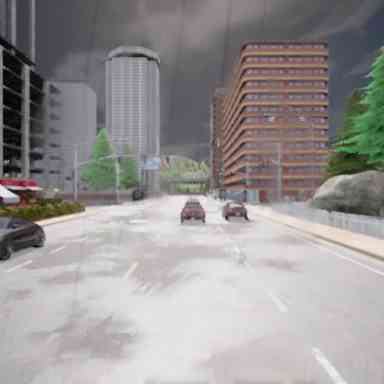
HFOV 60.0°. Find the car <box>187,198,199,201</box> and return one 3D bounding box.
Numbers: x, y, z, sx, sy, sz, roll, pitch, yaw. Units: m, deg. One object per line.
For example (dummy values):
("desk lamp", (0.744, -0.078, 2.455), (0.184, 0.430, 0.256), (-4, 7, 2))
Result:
("car", (0.097, 1.533, 39.872), (1.837, 1.490, 4.892), (0, 1, 0))

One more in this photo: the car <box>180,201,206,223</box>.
("car", (0.081, 1.624, 25.893), (1.895, 1.301, 4.718), (0, 0, 0))

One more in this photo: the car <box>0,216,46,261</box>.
("car", (-7.066, 1.575, 12.125), (1.994, 1.385, 4.181), (0, 0, 0))

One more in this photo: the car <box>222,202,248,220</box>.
("car", (3.587, 1.551, 28.210), (1.812, 1.442, 4.674), (0, 0, 0))
